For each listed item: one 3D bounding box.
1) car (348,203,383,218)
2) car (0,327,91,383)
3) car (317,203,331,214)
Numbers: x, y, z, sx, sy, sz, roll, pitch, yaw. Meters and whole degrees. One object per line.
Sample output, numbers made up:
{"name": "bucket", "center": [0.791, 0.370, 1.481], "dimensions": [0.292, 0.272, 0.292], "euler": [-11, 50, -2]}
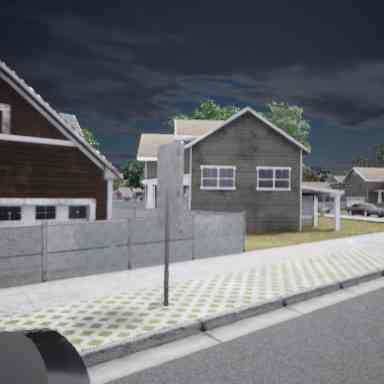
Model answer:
{"name": "car", "center": [19.034, 1.983, 36.524], "dimensions": [1.837, 1.490, 4.892], "euler": [1, -2, -5]}
{"name": "car", "center": [-2.726, 1.493, 1.008], "dimensions": [4.902, 1.511, 2.128], "euler": [0, 0, -35]}
{"name": "car", "center": [17.954, 2.265, 47.443], "dimensions": [2.128, 1.511, 4.902], "euler": [1, -2, -7]}
